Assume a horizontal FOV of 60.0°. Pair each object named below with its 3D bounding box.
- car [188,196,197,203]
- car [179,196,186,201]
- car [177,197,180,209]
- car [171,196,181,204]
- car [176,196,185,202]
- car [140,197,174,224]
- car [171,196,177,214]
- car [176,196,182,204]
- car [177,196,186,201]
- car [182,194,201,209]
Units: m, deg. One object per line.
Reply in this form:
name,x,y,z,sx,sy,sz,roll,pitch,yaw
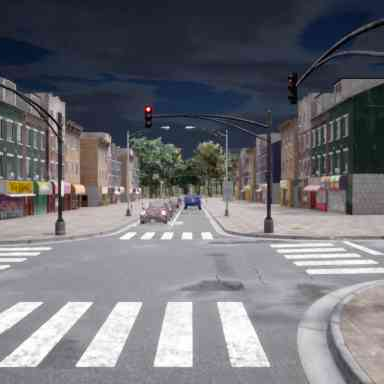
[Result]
car,0.095,1.561,69.000,1.837,1.490,4.892,0,0,0
car,-2.648,1.677,89.749,1.802,1.307,4.206,-1,0,0
car,-2.647,1.578,35.401,1.947,1.339,4.313,-1,0,0
car,-3.022,1.554,64.151,1.837,1.490,4.892,0,0,0
car,-2.648,1.625,78.880,2.008,1.369,4.403,-1,0,0
car,-2.648,1.444,24.532,1.967,1.590,4.097,-1,0,0
car,-2.648,1.448,29.967,1.967,1.590,4.097,-1,0,0
car,-2.648,1.569,46.271,1.887,1.381,4.507,-1,0,0
car,-2.648,1.650,84.314,1.947,1.339,4.313,-1,0,0
car,0.100,1.245,45.722,2.150,2.045,5.566,0,0,0
